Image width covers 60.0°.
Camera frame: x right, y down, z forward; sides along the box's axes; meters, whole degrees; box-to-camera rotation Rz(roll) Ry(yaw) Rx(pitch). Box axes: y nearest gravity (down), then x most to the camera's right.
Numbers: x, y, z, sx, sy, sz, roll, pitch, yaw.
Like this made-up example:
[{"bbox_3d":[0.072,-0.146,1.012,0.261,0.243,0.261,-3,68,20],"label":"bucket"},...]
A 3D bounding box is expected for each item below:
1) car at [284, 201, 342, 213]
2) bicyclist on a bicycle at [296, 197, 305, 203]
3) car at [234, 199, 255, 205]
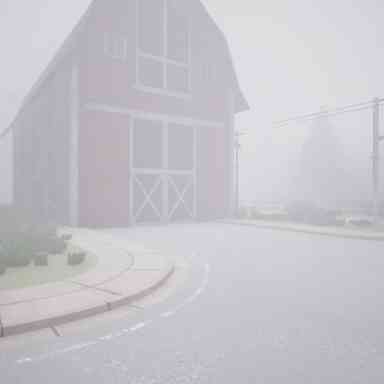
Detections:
[{"bbox_3d":[10.930,1.574,30.599,2.033,1.411,5.357,0,0,-35],"label":"car"},{"bbox_3d":[13.252,1.322,40.222,1.656,1.620,0.582,46,-25,-24],"label":"bicyclist on a bicycle"},{"bbox_3d":[5.498,1.552,38.480,1.812,1.442,4.674,0,0,-34],"label":"car"}]
